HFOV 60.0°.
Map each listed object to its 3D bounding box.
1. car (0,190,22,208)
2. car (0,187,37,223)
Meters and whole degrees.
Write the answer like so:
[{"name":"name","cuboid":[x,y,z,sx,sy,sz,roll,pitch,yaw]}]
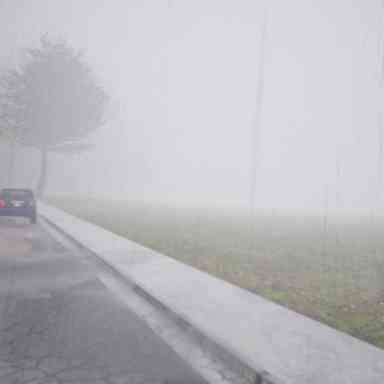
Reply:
[{"name":"car","cuboid":[-18.267,0.630,33.082,2.128,1.511,4.902,4,0,-30]},{"name":"car","cuboid":[-10.894,0.714,20.509,2.150,2.045,5.566,4,0,-30]}]
